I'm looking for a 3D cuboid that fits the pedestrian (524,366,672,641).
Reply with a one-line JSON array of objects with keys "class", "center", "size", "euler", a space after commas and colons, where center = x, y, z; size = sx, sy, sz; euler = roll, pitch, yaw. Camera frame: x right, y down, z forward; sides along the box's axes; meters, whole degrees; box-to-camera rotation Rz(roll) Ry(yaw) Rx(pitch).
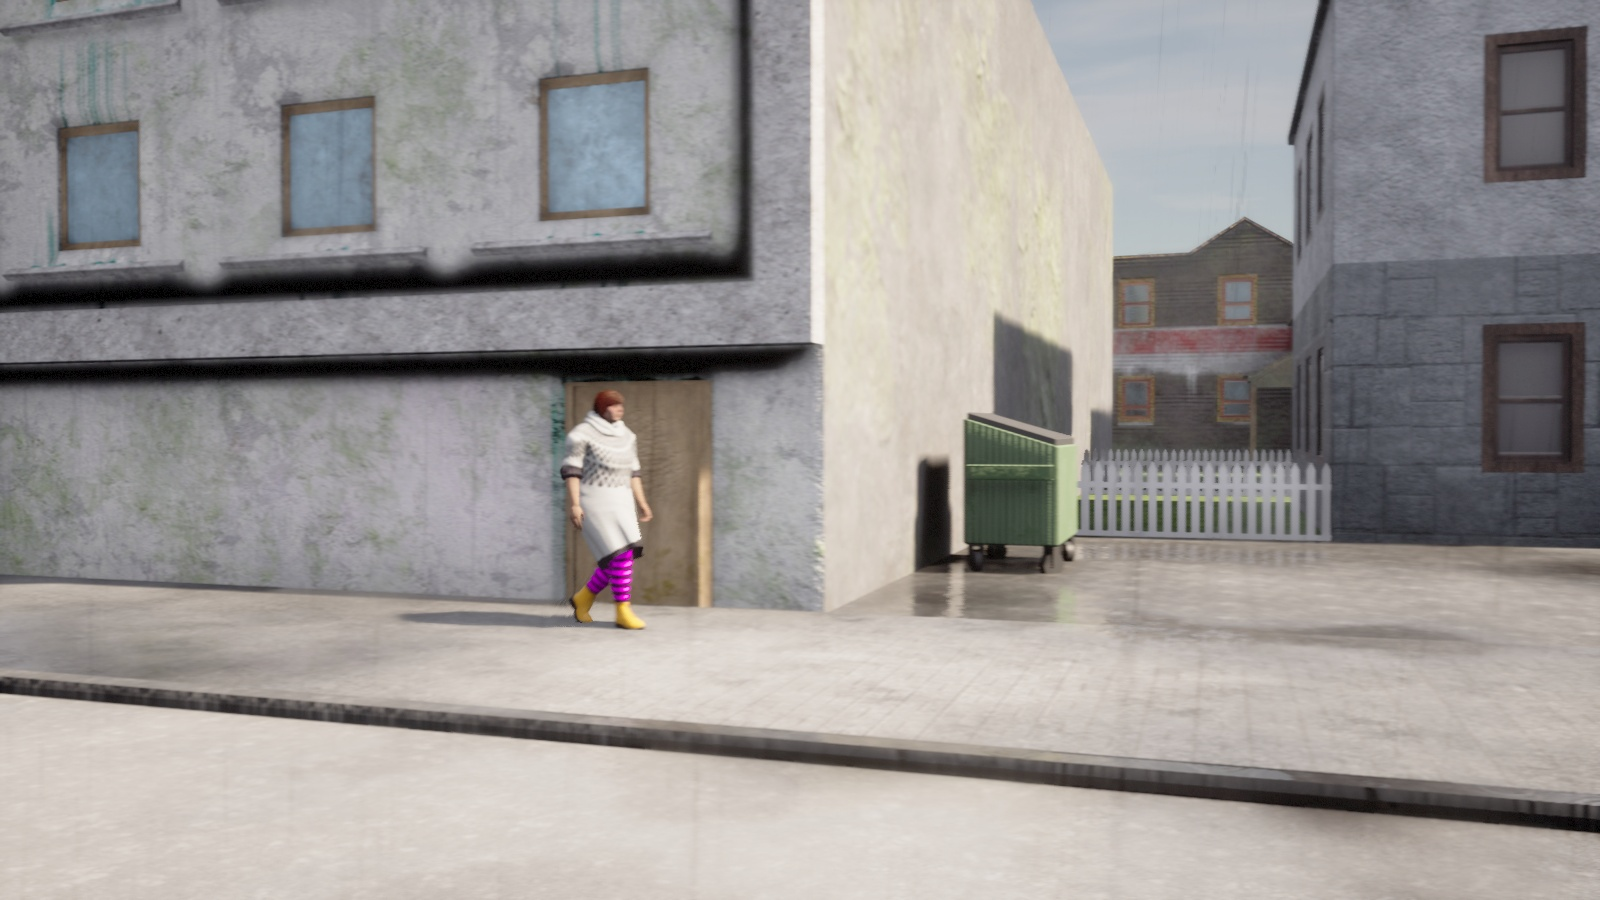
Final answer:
[{"class": "pedestrian", "center": [-1.517, 0.372, 9.424], "size": [0.873, 1.952, 0.659], "euler": [1, 1, 31]}]
